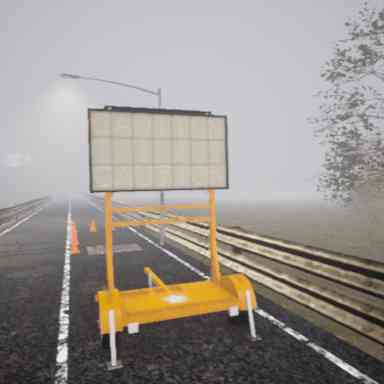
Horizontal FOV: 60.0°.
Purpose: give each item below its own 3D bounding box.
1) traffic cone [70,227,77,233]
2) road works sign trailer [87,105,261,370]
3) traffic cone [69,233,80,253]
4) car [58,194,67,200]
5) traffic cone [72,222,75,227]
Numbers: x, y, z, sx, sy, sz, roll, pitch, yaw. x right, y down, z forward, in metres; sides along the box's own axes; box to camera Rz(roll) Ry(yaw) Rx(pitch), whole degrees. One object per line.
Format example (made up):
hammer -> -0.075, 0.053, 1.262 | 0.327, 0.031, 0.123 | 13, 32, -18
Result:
traffic cone -> -4.902, 1.859, 13.794 | 0.340, 0.580, 0.340 | -2, 1, -20
road works sign trailer -> -0.544, 0.380, 5.800 | 2.380, 3.560, 2.880 | -2, 1, -20
traffic cone -> -4.215, 1.871, 11.916 | 0.340, 0.580, 0.340 | -2, 1, -20
car -> -30.110, 1.103, 77.267 | 1.812, 1.442, 4.674 | -2, 1, -20
traffic cone -> -5.588, 1.848, 15.672 | 0.340, 0.580, 0.340 | -2, 1, -20
